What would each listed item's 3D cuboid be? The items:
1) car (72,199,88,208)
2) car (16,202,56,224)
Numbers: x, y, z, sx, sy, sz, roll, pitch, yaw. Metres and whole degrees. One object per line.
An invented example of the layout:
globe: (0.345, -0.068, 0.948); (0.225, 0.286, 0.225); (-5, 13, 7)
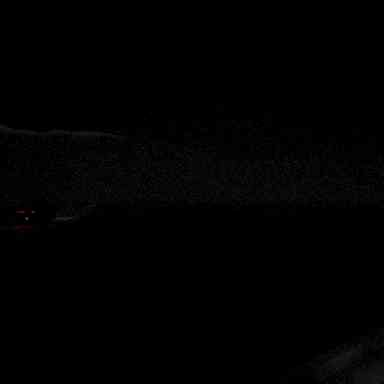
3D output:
car: (-16.883, 1.657, 50.489); (1.895, 1.301, 4.718); (0, 0, -11)
car: (-11.594, 1.523, 24.995); (1.837, 1.490, 4.892); (2, 0, -9)
